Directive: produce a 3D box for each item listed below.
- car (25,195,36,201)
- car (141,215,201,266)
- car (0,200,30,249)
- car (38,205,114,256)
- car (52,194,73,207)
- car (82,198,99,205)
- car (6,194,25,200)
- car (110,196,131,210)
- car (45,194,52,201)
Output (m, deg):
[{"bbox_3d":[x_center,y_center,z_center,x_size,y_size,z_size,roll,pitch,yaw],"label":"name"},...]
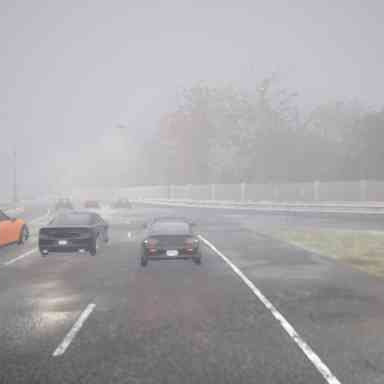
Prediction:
[{"bbox_3d":[-39.538,1.452,80.582,4.892,1.490,1.837,0,0,40],"label":"car"},{"bbox_3d":[-0.772,1.527,11.523,1.812,1.442,4.674,0,0,-5],"label":"car"},{"bbox_3d":[-7.980,1.380,12.649,2.097,1.767,4.553,0,0,-7],"label":"car"},{"bbox_3d":[-4.493,1.493,13.300,1.882,1.535,5.008,0,0,-7],"label":"car"},{"bbox_3d":[-16.840,1.409,43.577,2.097,1.767,4.553,0,0,-24],"label":"car"},{"bbox_3d":[-14.021,1.524,45.837,1.882,1.535,5.008,0,0,-25],"label":"car"},{"bbox_3d":[-41.884,1.316,77.986,4.553,1.767,2.097,0,0,40],"label":"car"},{"bbox_3d":[-9.571,1.381,44.404,2.097,1.767,4.553,0,0,-23],"label":"car"},{"bbox_3d":[-35.240,1.291,83.036,2.097,1.767,4.553,0,0,-35],"label":"car"}]
